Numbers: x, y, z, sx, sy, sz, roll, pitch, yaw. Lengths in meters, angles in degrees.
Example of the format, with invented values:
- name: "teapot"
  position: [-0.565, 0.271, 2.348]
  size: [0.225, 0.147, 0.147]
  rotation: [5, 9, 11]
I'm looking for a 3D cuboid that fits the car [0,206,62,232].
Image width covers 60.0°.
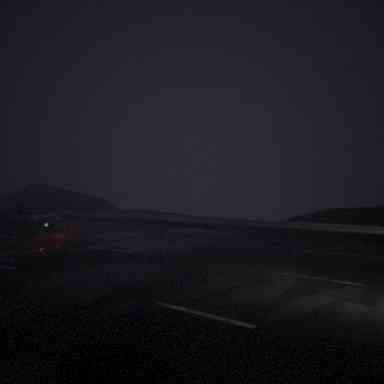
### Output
- name: "car"
  position: [-9.750, 1.466, 18.951]
  size: [4.718, 1.301, 1.895]
  rotation: [0, 1, 30]
